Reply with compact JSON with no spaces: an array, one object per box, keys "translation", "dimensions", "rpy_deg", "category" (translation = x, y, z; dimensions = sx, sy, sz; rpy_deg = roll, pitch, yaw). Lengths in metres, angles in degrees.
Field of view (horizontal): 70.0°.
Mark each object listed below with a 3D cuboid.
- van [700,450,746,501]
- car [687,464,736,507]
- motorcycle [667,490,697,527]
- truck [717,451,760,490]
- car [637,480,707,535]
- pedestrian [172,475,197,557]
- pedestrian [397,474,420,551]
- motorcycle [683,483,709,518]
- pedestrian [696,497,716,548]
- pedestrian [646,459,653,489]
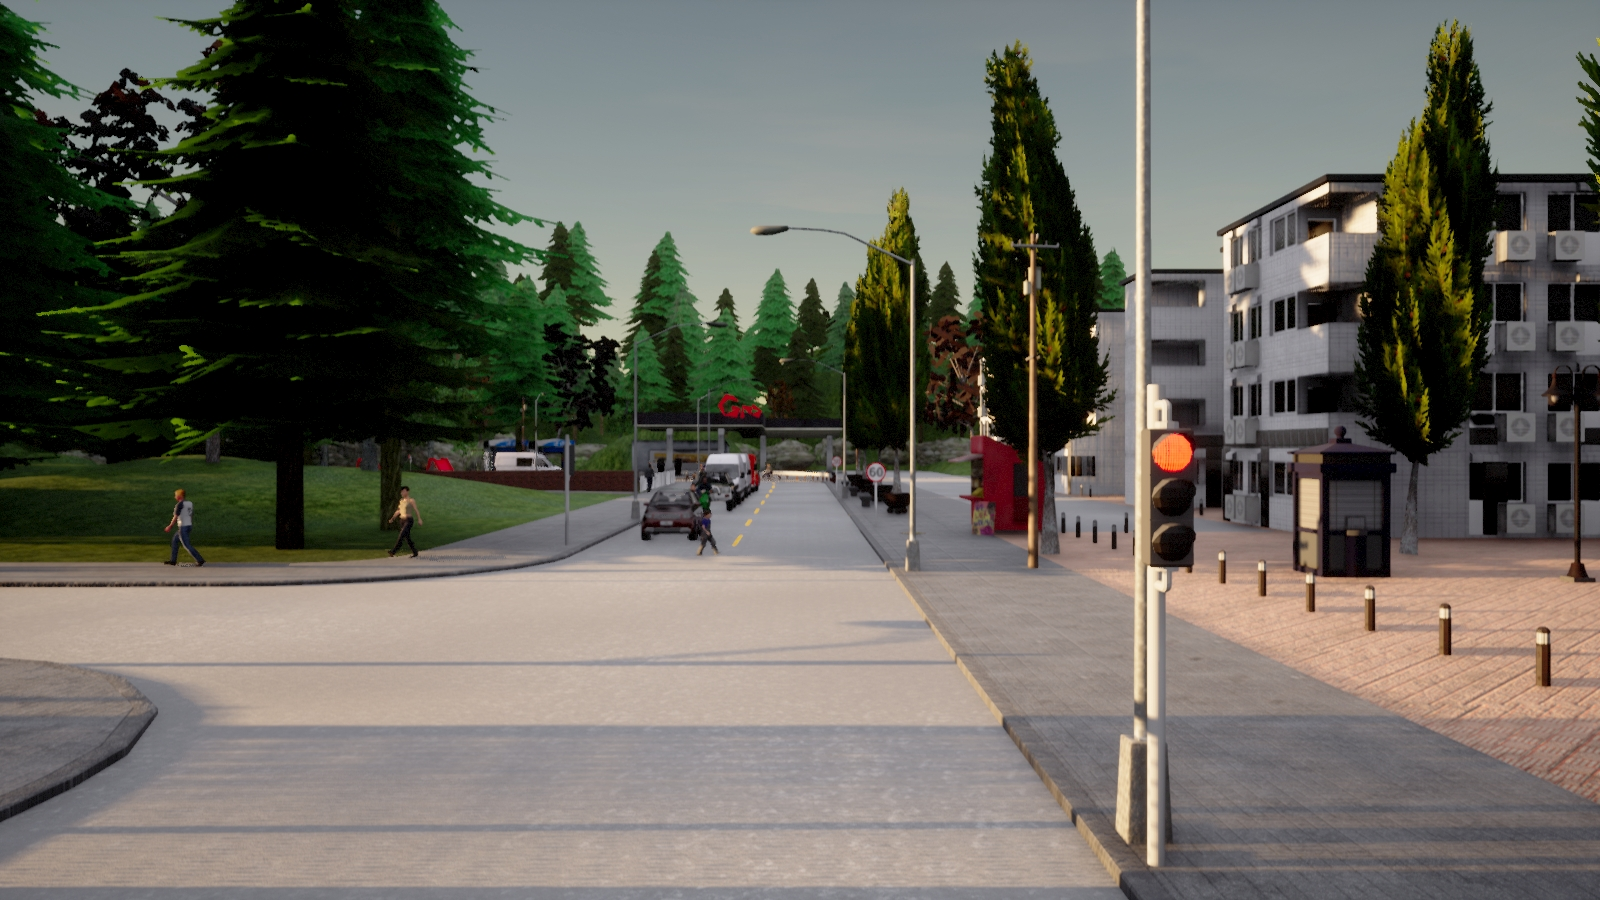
[{"translation":[-3.997,1.281,60.156],"dimensions":[1.988,2.561,5.915],"rpy_deg":[0,0,0],"category":"van"},{"translation":[-4.052,1.614,53.090],"dimensions":[1.932,1.855,4.605],"rpy_deg":[0,0,0],"category":"car"},{"translation":[-4.023,1.971,39.003],"dimensions":[0.803,1.145,2.033],"rpy_deg":[0,0,0],"category":"motorcycle"},{"translation":[-4.021,1.307,75.254],"dimensions":[2.627,2.467,5.204],"rpy_deg":[0,0,-1],"category":"truck"},{"translation":[-4.004,1.786,36.215],"dimensions":[1.789,1.549,3.705],"rpy_deg":[0,0,0],"category":"car"},{"translation":[-14.080,1.509,26.124],"dimensions":[0.375,1.860,0.375],"rpy_deg":[0,0,-2],"category":"pedestrian"},{"translation":[-9.571,1.510,27.915],"dimensions":[0.375,1.860,0.375],"rpy_deg":[0,0,25],"category":"pedestrian"},{"translation":[-3.993,1.938,44.051],"dimensions":[0.856,1.236,1.805],"rpy_deg":[0,0,0],"category":"motorcycle"},{"translation":[-2.469,1.892,29.897],"dimensions":[0.375,1.300,0.375],"rpy_deg":[0,0,29],"category":"pedestrian"},{"translation":[-9.288,1.486,70.513],"dimensions":[0.375,1.860,0.375],"rpy_deg":[0,0,5],"category":"pedestrian"}]
